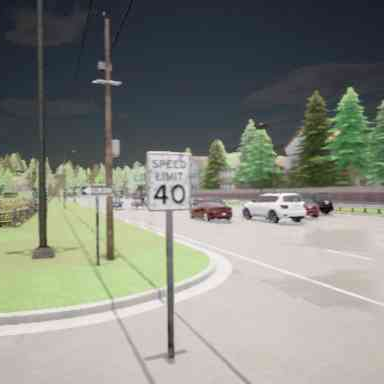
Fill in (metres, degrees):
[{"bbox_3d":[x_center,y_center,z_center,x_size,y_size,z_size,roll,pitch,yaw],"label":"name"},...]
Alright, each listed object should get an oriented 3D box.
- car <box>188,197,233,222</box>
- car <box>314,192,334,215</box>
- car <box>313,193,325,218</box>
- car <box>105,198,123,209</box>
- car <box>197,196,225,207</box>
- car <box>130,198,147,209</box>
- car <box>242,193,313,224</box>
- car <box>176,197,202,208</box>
[{"bbox_3d":[1.321,1.450,26.040,1.882,1.535,5.008,-1,0,-23],"label":"car"},{"bbox_3d":[10.577,1.071,31.113,2.150,2.045,5.566,-1,0,-23],"label":"car"},{"bbox_3d":[8.265,1.232,27.571,2.097,1.767,4.553,-1,0,-23],"label":"car"},{"bbox_3d":[-10.860,1.606,46.137,1.882,1.535,5.008,-1,0,-23],"label":"car"},{"bbox_3d":[2.766,1.440,49.832,2.128,1.511,4.902,-1,0,-23],"label":"car"},{"bbox_3d":[-7.408,1.609,46.950,1.812,1.442,4.674,-1,0,-23],"label":"car"},{"bbox_3d":[5.832,1.135,24.311,2.150,2.045,5.566,-1,0,-23],"label":"car"},{"bbox_3d":[-0.465,1.482,48.488,2.128,1.511,4.902,-1,0,-23],"label":"car"}]
